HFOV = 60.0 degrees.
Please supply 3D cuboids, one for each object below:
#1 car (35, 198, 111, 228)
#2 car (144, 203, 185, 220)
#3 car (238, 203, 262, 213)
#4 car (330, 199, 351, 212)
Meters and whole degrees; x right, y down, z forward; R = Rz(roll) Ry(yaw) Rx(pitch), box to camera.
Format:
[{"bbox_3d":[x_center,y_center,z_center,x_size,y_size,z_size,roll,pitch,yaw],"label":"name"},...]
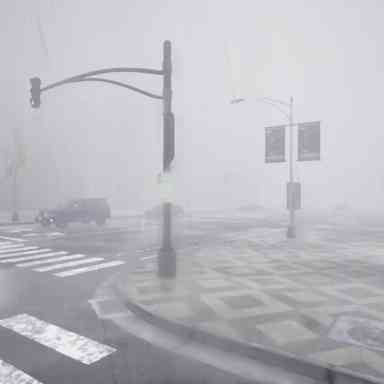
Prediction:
[{"bbox_3d":[-8.550,1.461,24.492,2.150,2.045,5.566,0,-1,35],"label":"car"},{"bbox_3d":[-2.634,1.893,32.860,1.837,1.490,4.892,0,-1,36],"label":"car"},{"bbox_3d":[8.438,2.269,48.445,1.895,1.301,4.718,0,-1,36],"label":"car"},{"bbox_3d":[24.540,2.382,54.106,2.128,1.511,4.902,0,-1,35],"label":"car"}]
